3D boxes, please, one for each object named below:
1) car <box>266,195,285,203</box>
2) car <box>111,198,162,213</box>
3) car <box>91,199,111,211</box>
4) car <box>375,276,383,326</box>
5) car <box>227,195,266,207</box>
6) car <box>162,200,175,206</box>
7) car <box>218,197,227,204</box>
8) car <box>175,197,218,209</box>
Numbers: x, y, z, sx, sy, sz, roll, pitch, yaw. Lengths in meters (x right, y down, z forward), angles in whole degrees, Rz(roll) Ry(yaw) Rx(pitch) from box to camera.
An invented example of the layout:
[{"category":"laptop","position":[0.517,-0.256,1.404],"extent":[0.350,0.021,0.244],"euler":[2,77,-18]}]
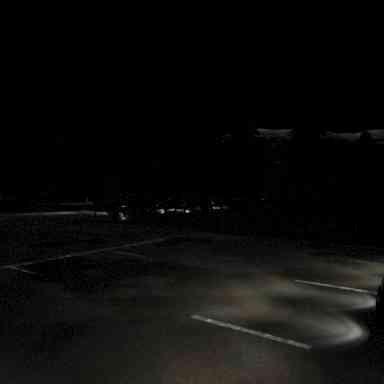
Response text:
[{"category":"car","position":[12.810,1.279,55.822],"extent":[4.553,1.767,2.097],"euler":[0,0,-28]},{"category":"car","position":[-6.013,1.414,36.491],"extent":[1.837,1.490,4.892],"euler":[0,0,43]},{"category":"car","position":[-9.170,1.494,38.299],"extent":[1.895,1.301,4.718],"euler":[0,0,43]},{"category":"car","position":[5.138,1.352,4.578],"extent":[4.553,1.767,2.097],"euler":[0,0,36]},{"category":"car","position":[8.026,1.419,48.705],"extent":[4.902,1.511,2.128],"euler":[0,0,-35]},{"category":"car","position":[-2.711,1.425,44.668],"extent":[4.674,1.442,1.812],"euler":[0,0,-42]},{"category":"car","position":[4.694,1.458,50.760],"extent":[5.357,1.411,2.033],"euler":[0,0,-37]},{"category":"car","position":[0.639,1.421,42.977],"extent":[4.892,1.490,1.837],"euler":[0,0,-41]}]
